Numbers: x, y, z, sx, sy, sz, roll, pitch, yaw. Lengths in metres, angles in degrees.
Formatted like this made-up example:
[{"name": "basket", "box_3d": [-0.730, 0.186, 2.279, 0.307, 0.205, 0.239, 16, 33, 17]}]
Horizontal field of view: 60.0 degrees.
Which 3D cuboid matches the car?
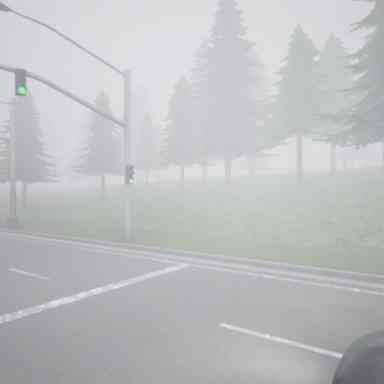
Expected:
[{"name": "car", "box_3d": [3.286, 1.497, 1.643, 4.892, 1.490, 1.837, 0, 0, 35]}]
